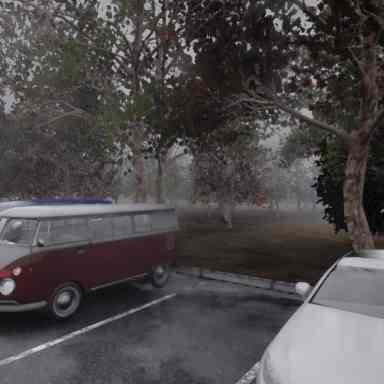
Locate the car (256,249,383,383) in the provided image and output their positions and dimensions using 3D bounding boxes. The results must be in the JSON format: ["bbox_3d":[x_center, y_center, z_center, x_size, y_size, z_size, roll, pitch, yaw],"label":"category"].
[{"bbox_3d":[2.414,1.520,4.042,2.002,1.452,4.674,0,0,36],"label":"car"}]

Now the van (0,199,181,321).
[{"bbox_3d":[-2.183,1.255,7.188,1.878,1.987,4.442,0,0,36],"label":"van"}]
